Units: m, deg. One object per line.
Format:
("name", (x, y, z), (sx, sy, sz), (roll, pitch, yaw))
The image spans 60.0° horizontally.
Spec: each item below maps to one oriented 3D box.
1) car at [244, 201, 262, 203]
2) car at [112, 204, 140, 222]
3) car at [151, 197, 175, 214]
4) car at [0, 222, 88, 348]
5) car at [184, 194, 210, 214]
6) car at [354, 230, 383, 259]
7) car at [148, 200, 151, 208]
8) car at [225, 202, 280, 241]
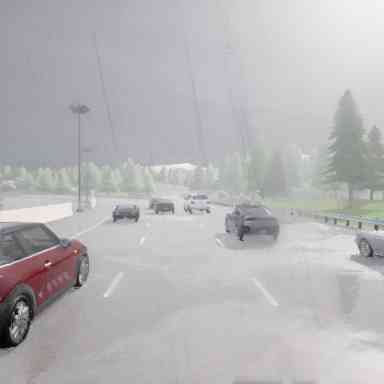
("car", (5.109, 1.493, 28.770), (2.128, 1.511, 4.902), (0, 0, -7))
("car", (-5.160, 1.601, 26.554), (1.895, 1.301, 4.718), (0, 0, -7))
("car", (-2.993, 1.478, 35.492), (1.882, 1.535, 5.008), (0, 0, -9))
("car", (-3.567, 1.352, 6.414), (2.097, 1.767, 4.553), (0, 0, -1))
("car", (0.465, 1.220, 36.136), (2.150, 2.045, 5.566), (0, 0, -9))
("car", (6.843, 1.601, 9.823), (1.895, 1.301, 4.718), (0, 0, -3))
("car", (-4.736, 1.505, 44.665), (1.837, 1.490, 4.892), (0, 0, -13))
("car", (2.879, 1.491, 16.683), (2.128, 1.511, 4.902), (0, 0, -4))
